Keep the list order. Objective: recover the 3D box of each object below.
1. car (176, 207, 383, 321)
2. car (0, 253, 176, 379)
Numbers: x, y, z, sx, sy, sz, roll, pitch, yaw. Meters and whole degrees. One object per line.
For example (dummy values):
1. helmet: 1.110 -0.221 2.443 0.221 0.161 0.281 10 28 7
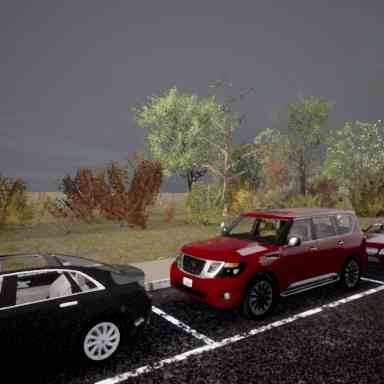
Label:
1. car: 1.971 1.316 7.487 5.009 1.841 2.192 0 1 -35
2. car: -2.635 1.551 4.209 4.403 1.369 2.008 0 1 -35
